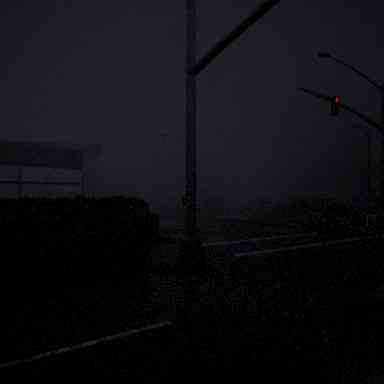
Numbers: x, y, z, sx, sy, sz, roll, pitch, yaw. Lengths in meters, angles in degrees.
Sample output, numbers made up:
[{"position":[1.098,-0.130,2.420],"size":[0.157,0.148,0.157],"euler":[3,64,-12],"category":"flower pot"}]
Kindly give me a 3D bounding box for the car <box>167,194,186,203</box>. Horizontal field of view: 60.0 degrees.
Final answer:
[{"position":[-2.620,1.097,65.441],"size":[4.605,1.855,1.932],"euler":[0,0,-35],"category":"car"}]

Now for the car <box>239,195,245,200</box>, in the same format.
[{"position":[13.408,1.154,72.866],"size":[5.027,1.636,2.152],"euler":[0,0,-35],"category":"car"}]

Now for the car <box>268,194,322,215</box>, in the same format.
[{"position":[10.200,1.330,32.534],"size":[5.027,1.636,2.152],"euler":[0,0,-35],"category":"car"}]

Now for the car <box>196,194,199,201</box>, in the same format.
[{"position":[1.581,1.298,76.875],"size":[4.514,1.523,2.007],"euler":[0,0,-35],"category":"car"}]

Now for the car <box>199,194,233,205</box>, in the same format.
[{"position":[3.959,1.298,54.839],"size":[4.514,1.523,2.007],"euler":[0,0,-35],"category":"car"}]

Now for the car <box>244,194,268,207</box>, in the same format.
[{"position":[9.669,1.320,46.639],"size":[3.633,1.501,1.845],"euler":[0,0,-35],"category":"car"}]

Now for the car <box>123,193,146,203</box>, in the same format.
[{"position":[-10.947,1.077,63.607],"size":[3.866,1.878,1.905],"euler":[0,0,-35],"category":"car"}]

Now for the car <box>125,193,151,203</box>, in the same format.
[{"position":[-9.536,1.361,60.535],"size":[3.806,1.475,1.970],"euler":[0,0,-35],"category":"car"}]

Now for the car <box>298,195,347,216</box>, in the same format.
[{"position":[12.047,1.340,29.998],"size":[4.514,1.523,2.007],"euler":[0,0,-35],"category":"car"}]

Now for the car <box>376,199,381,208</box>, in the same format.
[{"position":[25.558,1.384,43.145],"size":[3.806,1.475,1.970],"euler":[0,0,-35],"category":"car"}]

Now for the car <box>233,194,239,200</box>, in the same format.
[{"position":[9.454,1.232,77.931],"size":[3.806,1.475,1.970],"euler":[0,0,-35],"category":"car"}]
